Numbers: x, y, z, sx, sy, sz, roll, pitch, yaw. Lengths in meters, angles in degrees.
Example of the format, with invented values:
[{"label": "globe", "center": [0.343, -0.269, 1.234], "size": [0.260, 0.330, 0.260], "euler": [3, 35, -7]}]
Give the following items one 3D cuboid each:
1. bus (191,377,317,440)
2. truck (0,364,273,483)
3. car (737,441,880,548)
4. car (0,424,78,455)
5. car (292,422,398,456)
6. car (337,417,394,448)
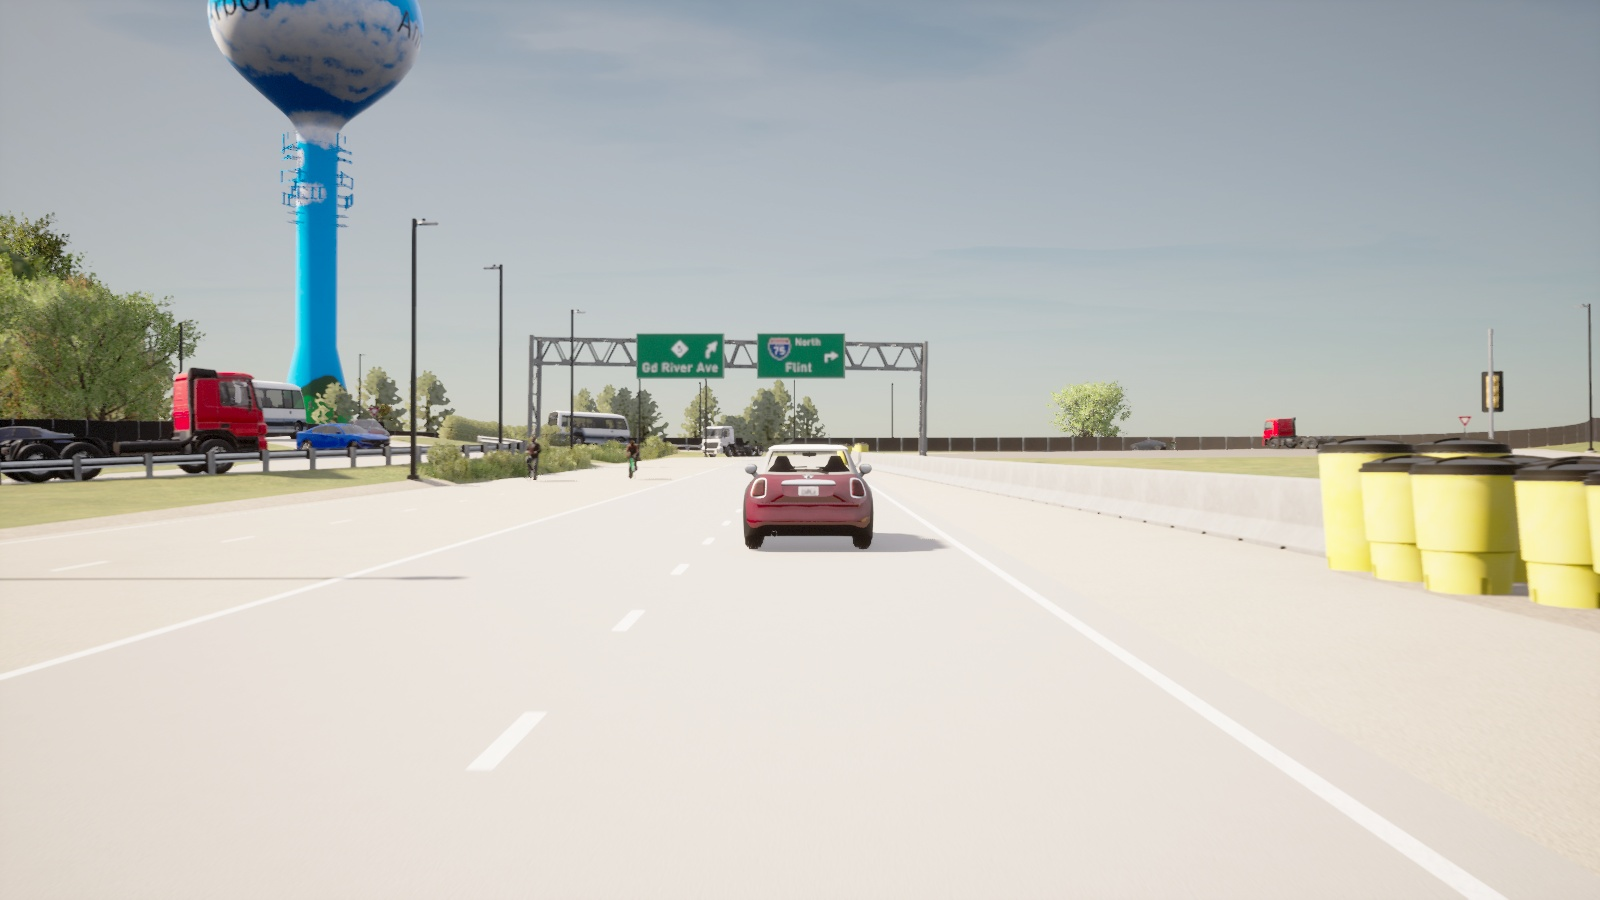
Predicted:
[{"label": "bus", "center": [-39.294, -2.954, 90.980], "size": [3.944, 4.253, 10.273], "euler": [1, 1, 5]}, {"label": "truck", "center": [-21.401, -0.883, 39.944], "size": [7.936, 3.462, 2.891], "euler": [-3, 2, -41]}, {"label": "car", "center": [0.125, 0.609, 19.249], "size": [1.970, 1.475, 3.806], "euler": [0, 0, 0]}, {"label": "car", "center": [-39.312, -0.536, 62.701], "size": [5.357, 1.411, 2.033], "euler": [-1, 3, -21]}, {"label": "car", "center": [-21.449, -0.543, 59.126], "size": [5.008, 1.535, 1.882], "euler": [1, 2, 29]}, {"label": "car", "center": [-24.550, -0.998, 70.875], "size": [2.033, 1.649, 4.856], "euler": [0, 2, -31]}]
